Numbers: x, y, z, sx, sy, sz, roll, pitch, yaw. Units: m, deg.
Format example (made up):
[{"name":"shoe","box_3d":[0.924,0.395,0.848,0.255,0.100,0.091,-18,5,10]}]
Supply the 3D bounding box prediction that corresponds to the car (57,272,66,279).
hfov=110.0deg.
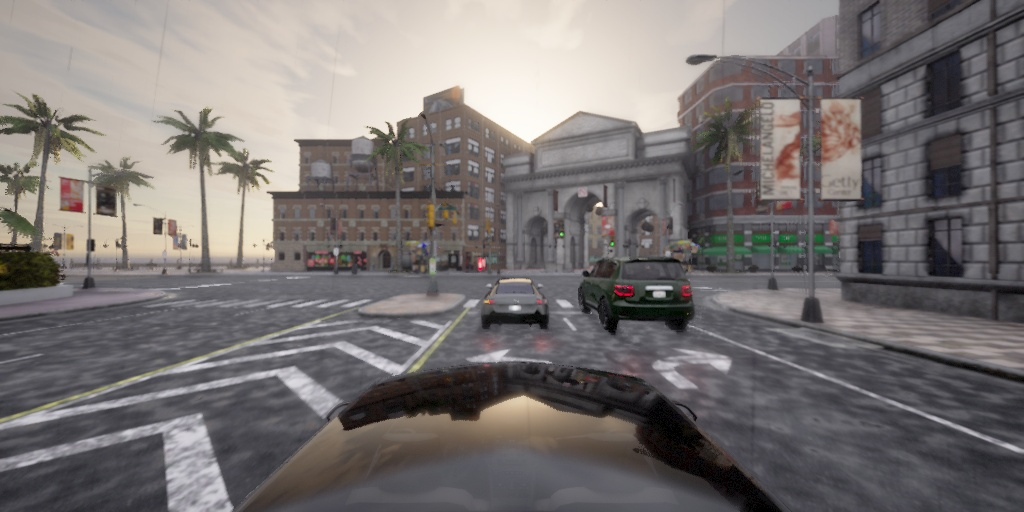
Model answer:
[{"name":"car","box_3d":[-41.034,1.519,30.078,5.357,1.411,2.033,0,0,1]}]

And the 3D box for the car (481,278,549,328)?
[{"name":"car","box_3d":[0.091,1.392,11.718,1.994,1.385,4.181,0,0,0]}]

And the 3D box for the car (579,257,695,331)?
[{"name":"car","box_3d":[3.608,1.047,11.415,2.150,2.045,5.566,0,0,0]}]

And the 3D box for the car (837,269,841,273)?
[{"name":"car","box_3d":[33.435,1.522,33.058,4.674,1.442,1.812,0,0,2]}]
